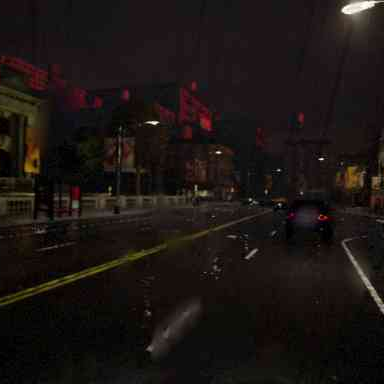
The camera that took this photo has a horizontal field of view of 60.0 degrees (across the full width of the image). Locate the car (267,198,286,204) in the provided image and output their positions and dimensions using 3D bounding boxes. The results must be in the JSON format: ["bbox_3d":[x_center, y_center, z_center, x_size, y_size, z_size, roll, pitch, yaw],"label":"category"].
[{"bbox_3d":[20.035,2.160,78.908,4.718,1.301,1.895,2,0,-40],"label":"car"}]

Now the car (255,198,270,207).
[{"bbox_3d":[12.558,1.825,55.983,1.882,1.535,5.008,2,0,22],"label":"car"}]

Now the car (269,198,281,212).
[{"bbox_3d":[11.784,1.883,43.509,2.033,1.411,5.357,2,0,20],"label":"car"}]

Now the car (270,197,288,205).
[{"bbox_3d":[19.234,2.022,73.516,1.882,1.535,5.008,2,0,41],"label":"car"}]

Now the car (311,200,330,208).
[{"bbox_3d":[24.365,2.268,62.879,2.033,1.411,5.357,2,0,35],"label":"car"}]

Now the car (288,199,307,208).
[{"bbox_3d":[19.833,2.122,62.323,2.033,1.411,5.357,2,0,31],"label":"car"}]

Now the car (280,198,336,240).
[{"bbox_3d":[6.739,1.419,18.771,2.150,2.045,5.566,1,0,25],"label":"car"}]

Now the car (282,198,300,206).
[{"bbox_3d":[20.911,2.080,70.104,1.882,1.535,5.008,2,0,38],"label":"car"}]

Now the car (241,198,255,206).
[{"bbox_3d":[10.413,1.822,59.928,2.033,1.411,5.357,2,0,24],"label":"car"}]
